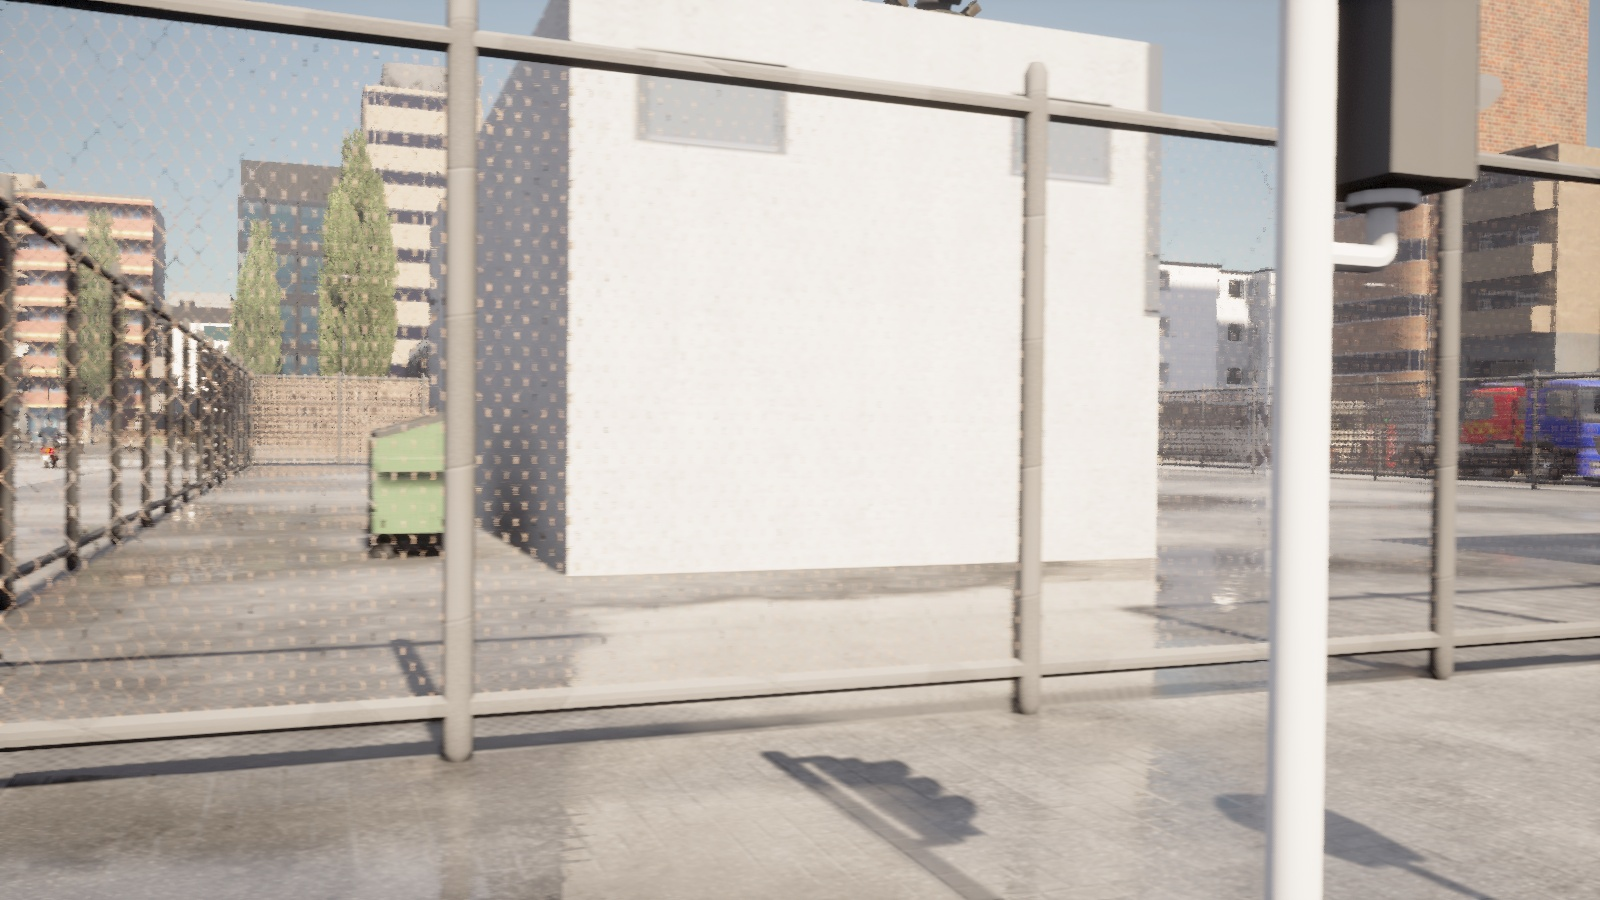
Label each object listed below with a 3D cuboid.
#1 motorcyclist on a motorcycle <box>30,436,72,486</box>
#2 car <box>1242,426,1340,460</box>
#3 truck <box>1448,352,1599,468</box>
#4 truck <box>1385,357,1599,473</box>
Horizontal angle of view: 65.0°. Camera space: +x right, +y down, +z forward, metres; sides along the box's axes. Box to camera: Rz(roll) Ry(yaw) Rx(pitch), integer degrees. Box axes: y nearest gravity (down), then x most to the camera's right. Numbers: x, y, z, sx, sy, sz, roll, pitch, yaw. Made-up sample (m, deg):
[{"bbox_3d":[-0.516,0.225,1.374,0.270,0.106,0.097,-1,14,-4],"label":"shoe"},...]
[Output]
[{"bbox_3d":[-24.596,0.356,41.277,0.866,1.590,1.817,-1,1,-22],"label":"motorcyclist on a motorcycle"},{"bbox_3d":[22.218,-0.351,56.971,1.816,1.474,4.193,-1,1,-21],"label":"car"},{"bbox_3d":[27.236,-1.372,43.774,2.891,3.827,8.468,-1,1,-21],"label":"truck"},{"bbox_3d":[23.711,-1.120,41.925,2.891,3.462,7.936,-1,1,-19],"label":"truck"}]
